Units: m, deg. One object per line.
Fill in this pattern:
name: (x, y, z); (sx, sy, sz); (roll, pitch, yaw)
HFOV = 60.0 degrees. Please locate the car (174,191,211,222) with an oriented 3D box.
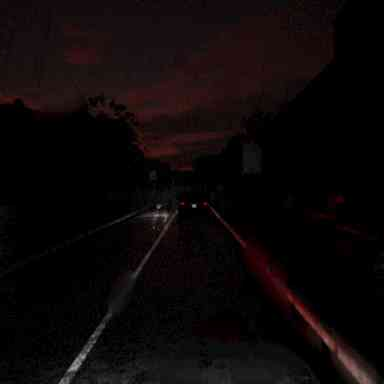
car: (0.135, 0.952, 23.559); (2.150, 2.045, 5.566); (0, 1, 0)

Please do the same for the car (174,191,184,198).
car: (-2.971, 0.550, 74.476); (2.033, 1.411, 5.357); (0, 1, 0)

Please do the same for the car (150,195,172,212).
car: (-3.047, 1.099, 32.904); (2.128, 1.511, 4.902); (0, 1, 0)

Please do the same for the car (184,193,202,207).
car: (0.162, 0.985, 41.456); (2.128, 1.511, 4.902); (0, 1, 0)
